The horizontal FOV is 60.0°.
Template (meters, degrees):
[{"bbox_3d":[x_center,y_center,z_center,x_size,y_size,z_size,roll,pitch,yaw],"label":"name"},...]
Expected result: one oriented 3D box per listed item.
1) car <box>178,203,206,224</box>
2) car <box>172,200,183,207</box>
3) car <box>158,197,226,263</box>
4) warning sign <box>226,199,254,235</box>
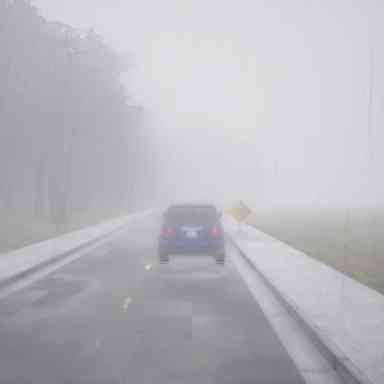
[{"bbox_3d":[0.021,1.780,28.510,2.128,1.511,4.902,0,0,1],"label":"car"},{"bbox_3d":[-2.767,2.215,64.982,1.994,1.385,4.181,0,-1,1],"label":"car"},{"bbox_3d":[0.010,1.353,12.586,2.150,2.045,5.566,0,0,0],"label":"car"},{"bbox_3d":[2.518,1.293,17.522,1.300,1.860,1.060,0,-1,0],"label":"warning sign"}]
